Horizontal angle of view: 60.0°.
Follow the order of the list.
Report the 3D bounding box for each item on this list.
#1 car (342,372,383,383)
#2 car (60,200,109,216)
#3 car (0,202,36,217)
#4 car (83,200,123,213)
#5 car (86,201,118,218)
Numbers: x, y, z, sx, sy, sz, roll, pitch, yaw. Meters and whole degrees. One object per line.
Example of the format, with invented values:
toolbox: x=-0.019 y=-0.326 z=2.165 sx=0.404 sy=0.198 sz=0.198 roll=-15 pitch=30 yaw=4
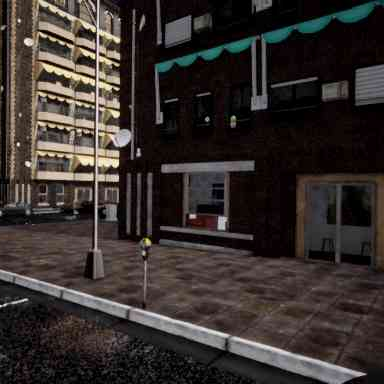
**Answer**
car: x=2.655 y=1.551 z=1.120 sx=4.403 sy=1.369 sz=2.008 roll=0 pitch=1 yaw=36
car: x=-11.648 y=1.644 z=35.668 sx=1.882 sy=1.535 sz=5.008 roll=1 pitch=0 yaw=36
car: x=-17.466 y=1.622 z=32.144 sx=2.008 sy=1.369 sz=4.403 roll=1 pitch=0 yaw=36
car: x=-10.897 y=1.708 z=41.049 sx=1.887 sy=1.381 sz=4.507 roll=1 pitch=0 yaw=36
car: x=-7.443 y=1.822 z=31.616 sx=1.947 sy=1.339 sz=4.313 roll=1 pitch=0 yaw=36
